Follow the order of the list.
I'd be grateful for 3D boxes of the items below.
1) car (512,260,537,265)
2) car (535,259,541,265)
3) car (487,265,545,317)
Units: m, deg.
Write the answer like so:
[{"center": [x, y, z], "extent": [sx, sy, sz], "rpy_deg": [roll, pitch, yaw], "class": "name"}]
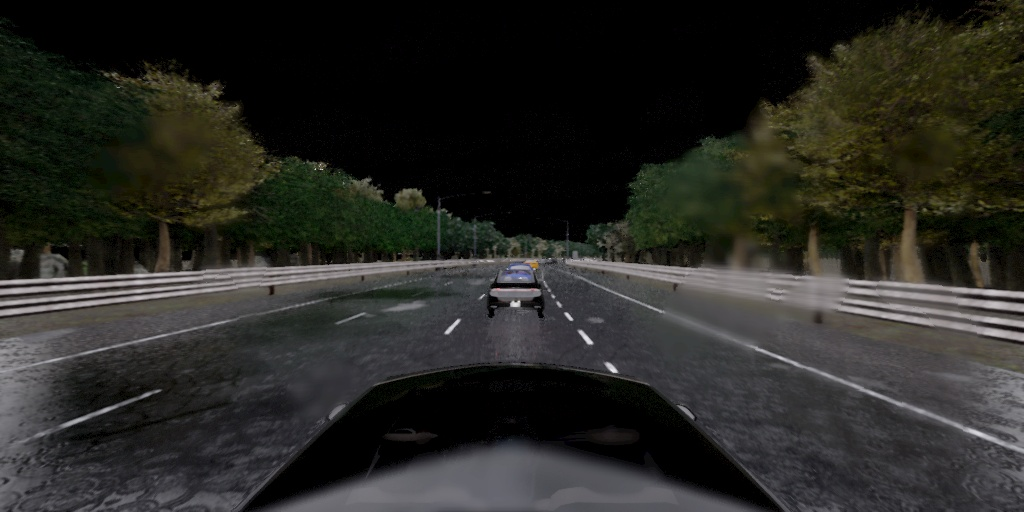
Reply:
[{"center": [0.606, 1.251, 24.786], "extent": [1.882, 1.535, 5.008], "rpy_deg": [0, 0, 3], "class": "car"}, {"center": [2.792, 1.276, 52.204], "extent": [1.882, 1.535, 5.008], "rpy_deg": [0, 0, 6], "class": "car"}, {"center": [0.165, 1.244, 13.155], "extent": [2.128, 1.511, 4.902], "rpy_deg": [0, 0, 2], "class": "car"}]
